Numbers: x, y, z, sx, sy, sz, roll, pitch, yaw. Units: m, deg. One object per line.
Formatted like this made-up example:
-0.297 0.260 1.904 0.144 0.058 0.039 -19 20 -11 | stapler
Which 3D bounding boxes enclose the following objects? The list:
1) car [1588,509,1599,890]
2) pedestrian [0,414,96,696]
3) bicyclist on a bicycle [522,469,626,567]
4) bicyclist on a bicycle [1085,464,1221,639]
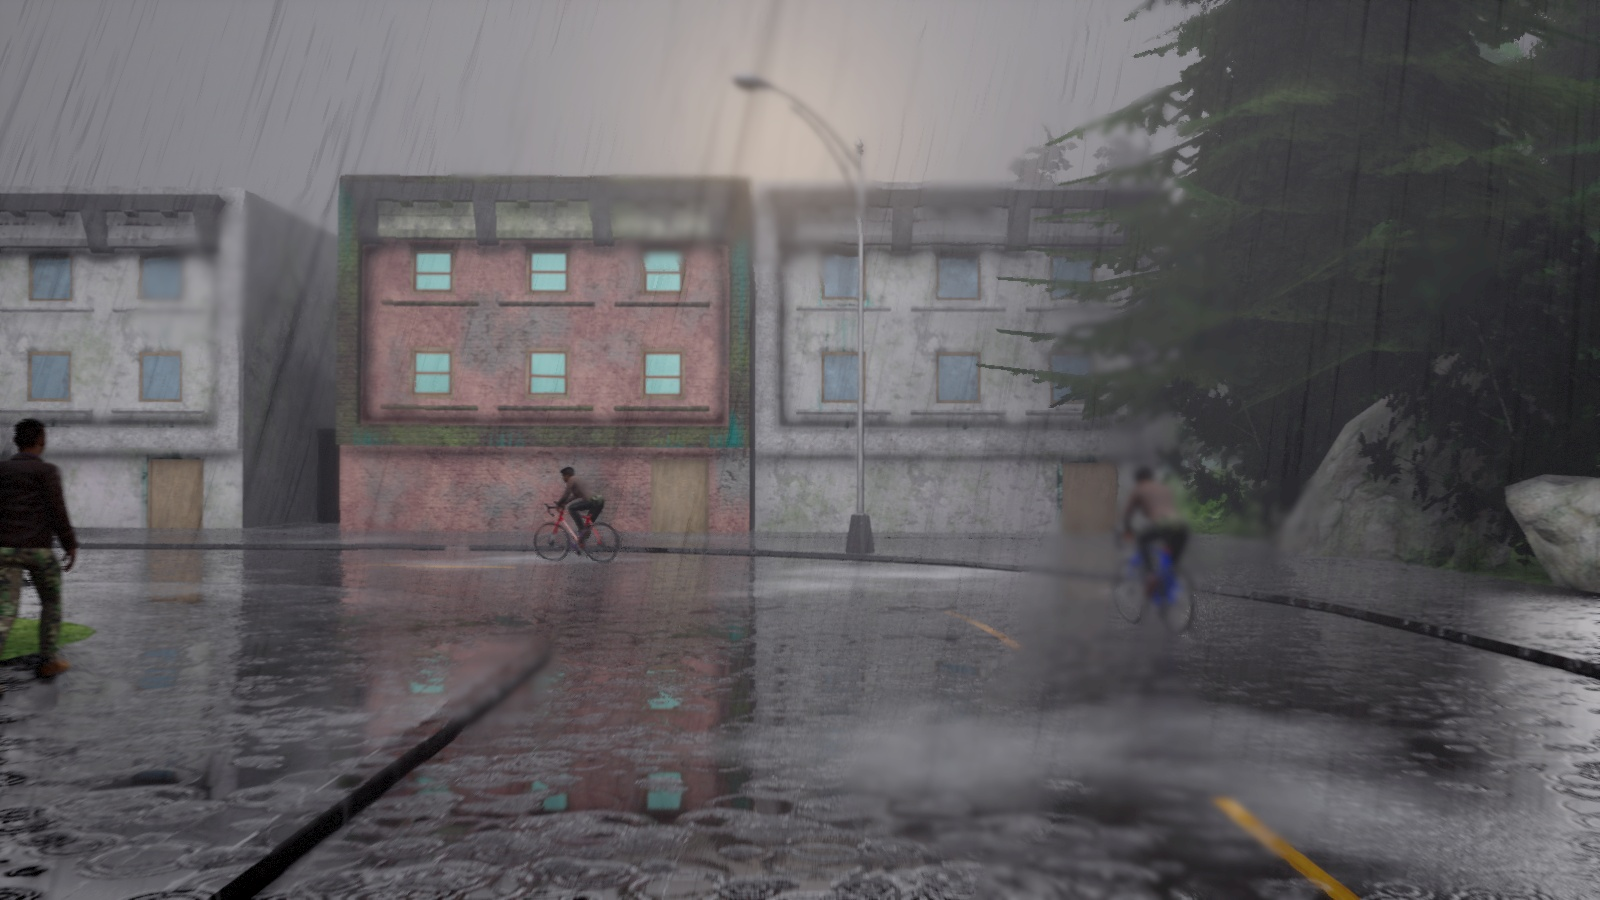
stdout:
3.993 0.880 2.037 2.033 1.411 5.357 0 -1 0 | car
-5.186 0.688 8.538 0.431 1.840 0.703 0 -1 -4 | pedestrian
-3.845 1.143 21.374 1.656 1.620 0.582 -1 0 21 | bicyclist on a bicycle
3.501 0.966 12.607 0.582 1.620 1.656 -1 -1 -12 | bicyclist on a bicycle
